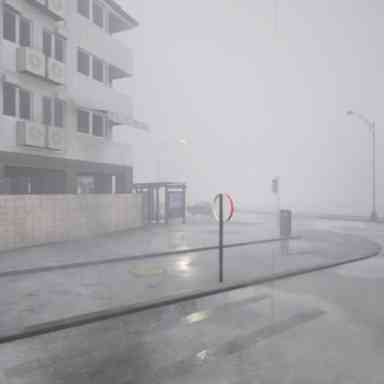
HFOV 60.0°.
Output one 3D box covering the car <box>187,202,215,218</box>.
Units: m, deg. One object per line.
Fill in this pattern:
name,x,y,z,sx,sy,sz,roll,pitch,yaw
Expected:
car,1.560,1.599,30.484,1.895,1.301,4.718,0,0,-35
